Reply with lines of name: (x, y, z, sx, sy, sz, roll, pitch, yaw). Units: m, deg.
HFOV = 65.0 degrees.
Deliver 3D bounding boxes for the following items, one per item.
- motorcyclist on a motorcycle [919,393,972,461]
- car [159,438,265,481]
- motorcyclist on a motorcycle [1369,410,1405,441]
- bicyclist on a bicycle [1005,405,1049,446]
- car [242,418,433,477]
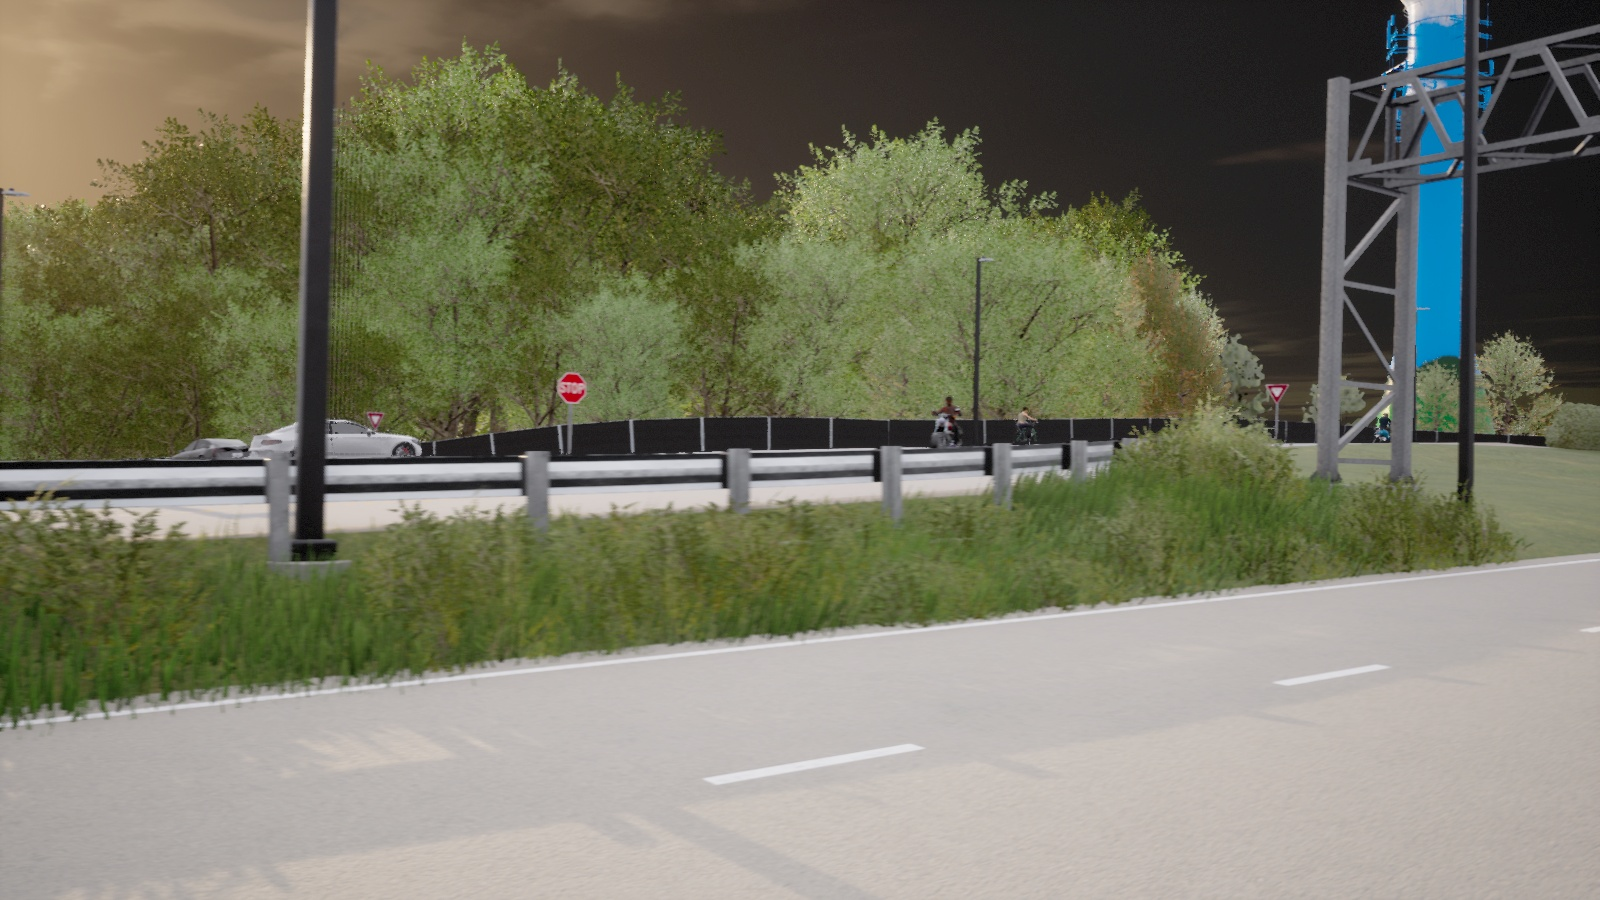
motorcyclist on a motorcycle: (3.681, -0.577, 31.659, 0.766, 1.649, 2.350, 0, 1, 21)
car: (-23.211, 0.424, 49.522, 4.792, 1.488, 2.163, -3, -3, 43)
motorcyclist on a motorcycle: (30.507, -1.262, 65.259, 1.817, 1.590, 0.866, -1, 0, -33)
bicyclist on a bicycle: (9.029, -0.959, 49.976, 1.509, 1.612, 0.866, 1, 0, -32)
car: (-13.007, -0.100, 35.479, 4.674, 1.442, 1.812, -3, 1, -41)
